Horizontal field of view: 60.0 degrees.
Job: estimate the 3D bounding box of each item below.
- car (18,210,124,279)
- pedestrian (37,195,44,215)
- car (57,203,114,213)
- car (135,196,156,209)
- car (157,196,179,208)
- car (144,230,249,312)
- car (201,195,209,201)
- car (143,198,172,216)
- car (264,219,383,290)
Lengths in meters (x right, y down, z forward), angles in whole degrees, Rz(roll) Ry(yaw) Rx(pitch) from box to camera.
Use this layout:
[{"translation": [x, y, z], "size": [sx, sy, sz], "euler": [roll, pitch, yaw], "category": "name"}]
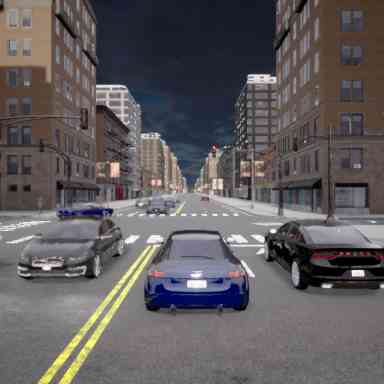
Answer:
[{"translation": [-3.356, 1.507, 10.109], "size": [1.837, 1.490, 4.892], "euler": [0, 0, 0], "category": "car"}, {"translation": [-14.164, 1.174, 31.092], "size": [0.375, 1.860, 0.375], "euler": [0, 0, 0], "category": "pedestrian"}, {"translation": [-8.865, 1.621, 27.879], "size": [1.895, 1.301, 4.718], "euler": [0, 0, 33], "category": "car"}, {"translation": [-6.630, 1.495, 45.662], "size": [2.128, 1.511, 4.902], "euler": [0, 0, 0], "category": "car"}, {"translation": [-3.384, 1.551, 47.425], "size": [2.033, 1.411, 5.357], "euler": [0, 0, 0], "category": "car"}, {"translation": [0.083, 1.566, 7.779], "size": [1.994, 1.385, 4.181], "euler": [0, 0, 0], "category": "car"}, {"translation": [3.194, 1.476, 80.581], "size": [1.882, 1.535, 5.008], "euler": [0, 0, 0], "category": "car"}, {"translation": [-3.374, 1.570, 33.098], "size": [1.994, 1.385, 4.181], "euler": [0, 0, 0], "category": "car"}, {"translation": [3.332, 1.479, 9.157], "size": [1.882, 1.535, 5.008], "euler": [0, 0, 0], "category": "car"}]
